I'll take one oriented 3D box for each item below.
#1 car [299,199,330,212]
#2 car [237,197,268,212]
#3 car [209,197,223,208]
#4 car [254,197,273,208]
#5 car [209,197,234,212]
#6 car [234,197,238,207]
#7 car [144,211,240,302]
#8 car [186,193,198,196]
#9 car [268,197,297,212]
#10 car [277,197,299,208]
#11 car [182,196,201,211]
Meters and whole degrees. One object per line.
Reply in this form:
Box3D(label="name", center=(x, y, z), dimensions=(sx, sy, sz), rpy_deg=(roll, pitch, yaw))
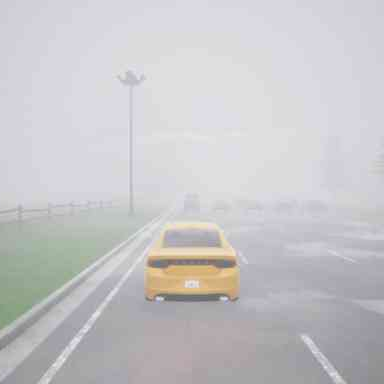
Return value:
Box3D(label="car", center=(13.989, 1.547, 38.220), dimensions=(2.033, 1.411, 5.357), rpy_deg=(0, 0, 0))
Box3D(label="car", center=(6.997, 1.547, 39.083), dimensions=(2.033, 1.411, 5.357), rpy_deg=(0, 0, 0))
Box3D(label="car", center=(3.493, 1.525, 49.680), dimensions=(1.812, 1.442, 4.674), rpy_deg=(0, 0, 0))
Box3D(label="car", center=(10.490, 1.525, 49.214), dimensions=(1.812, 1.442, 4.674), rpy_deg=(0, 0, 0))
Box3D(label="car", center=(3.498, 1.563, 39.646), dimensions=(1.994, 1.385, 4.181), rpy_deg=(0, 0, 0))
Box3D(label="car", center=(6.993, 1.491, 49.405), dimensions=(2.128, 1.511, 4.902), rpy_deg=(0, 0, 0))
Box3D(label="car", center=(-0.002, 1.478, 8.351), dimensions=(1.882, 1.535, 5.008), rpy_deg=(0, 0, 0))
Box3D(label="car", center=(-0.013, 1.221, 48.807), dimensions=(2.150, 2.045, 5.566), rpy_deg=(0, 0, 0))
Box3D(label="car", center=(10.496, 1.525, 39.162), dimensions=(1.812, 1.442, 4.674), rpy_deg=(0, 0, 0))
Box3D(label="car", center=(13.988, 1.504, 48.825), dimensions=(1.837, 1.490, 4.892), rpy_deg=(0, 0, 0))
Box3D(label="car", center=(-0.009, 1.504, 38.375), dimensions=(1.837, 1.490, 4.892), rpy_deg=(0, 0, 0))
